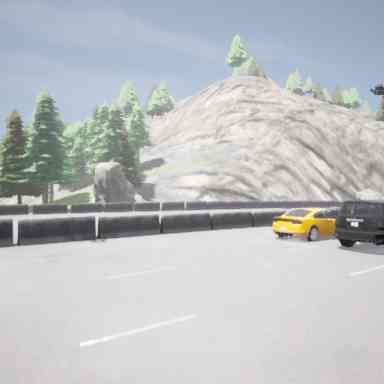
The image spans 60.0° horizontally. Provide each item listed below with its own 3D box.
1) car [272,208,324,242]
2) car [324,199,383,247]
[{"bbox_3d":[6.257,1.565,16.930,5.008,1.535,1.882,1,0,-35],"label":"car"},{"bbox_3d":[8.313,1.338,14.098,5.566,2.045,2.150,1,0,-35],"label":"car"}]
